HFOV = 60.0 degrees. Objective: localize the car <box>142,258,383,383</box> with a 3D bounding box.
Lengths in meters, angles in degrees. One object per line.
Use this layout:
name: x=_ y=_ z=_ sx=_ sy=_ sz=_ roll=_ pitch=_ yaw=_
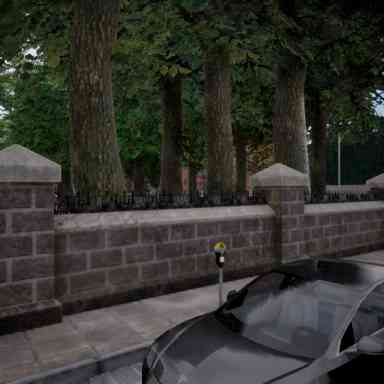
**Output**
car: x=1.528 y=1.565 z=3.910 sx=4.313 sy=1.339 sz=1.947 roll=0 pitch=-1 yaw=-36
